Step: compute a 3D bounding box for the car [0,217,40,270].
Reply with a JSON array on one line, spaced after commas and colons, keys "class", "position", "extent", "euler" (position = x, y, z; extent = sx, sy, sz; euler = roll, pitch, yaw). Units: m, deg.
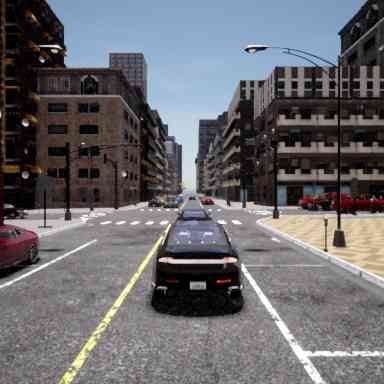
[{"class": "car", "position": [-5.733, 1.582, 9.192], "extent": [1.802, 1.307, 4.206], "euler": [0, 0, 0]}]

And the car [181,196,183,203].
[{"class": "car", "position": [-3.024, 1.619, 58.096], "extent": [1.895, 1.301, 4.718], "euler": [0, 0, 0]}]

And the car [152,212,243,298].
[{"class": "car", "position": [0.109, 1.492, 8.490], "extent": [2.128, 1.511, 4.902], "euler": [0, 0, 0]}]

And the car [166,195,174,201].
[{"class": "car", "position": [-5.608, 1.480, 85.311], "extent": [1.967, 1.590, 4.097], "euler": [0, 0, 0]}]

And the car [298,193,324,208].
[{"class": "car", "position": [14.595, 1.015, 37.511], "extent": [5.009, 1.841, 2.192], "euler": [-1, 1, 0]}]

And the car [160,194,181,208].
[{"class": "car", "position": [-3.019, 1.365, 48.163], "extent": [2.097, 1.767, 4.553], "euler": [0, 0, 0]}]

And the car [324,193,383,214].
[{"class": "car", "position": [14.722, 1.029, 29.133], "extent": [5.009, 1.841, 2.192], "euler": [-1, 1, 0]}]

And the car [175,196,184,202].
[{"class": "car", "position": [-2.924, 1.571, 79.032], "extent": [2.033, 1.411, 5.357], "euler": [0, 0, 0]}]

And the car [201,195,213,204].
[{"class": "car", "position": [2.750, 1.461, 62.574], "extent": [1.967, 1.590, 4.097], "euler": [0, 0, 0]}]

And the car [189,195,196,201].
[{"class": "car", "position": [0.088, 1.597, 90.077], "extent": [1.994, 1.385, 4.181], "euler": [0, 0, 0]}]

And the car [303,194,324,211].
[{"class": "car", "position": [14.598, 1.230, 34.940], "extent": [4.674, 1.442, 1.812], "euler": [-1, 0, 0]}]

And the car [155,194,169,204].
[{"class": "car", "position": [-5.631, 1.336, 62.580], "extent": [2.192, 1.841, 5.009], "euler": [0, 0, 0]}]

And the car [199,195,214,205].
[{"class": "car", "position": [2.744, 1.458, 56.892], "extent": [1.967, 1.590, 4.097], "euler": [0, 0, 0]}]

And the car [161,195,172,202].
[{"class": "car", "position": [-5.619, 1.470, 73.945], "extent": [1.967, 1.590, 4.097], "euler": [0, 0, 0]}]

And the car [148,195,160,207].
[{"class": "car", "position": [-5.641, 1.580, 51.215], "extent": [1.947, 1.339, 4.313], "euler": [0, 0, 0]}]

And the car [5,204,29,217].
[{"class": "car", "position": [-18.140, 1.806, 31.484], "extent": [4.902, 1.511, 2.128], "euler": [-1, 0, 0]}]

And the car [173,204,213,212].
[{"class": "car", "position": [0.094, 1.565, 18.163], "extent": [1.994, 1.385, 4.181], "euler": [0, 0, -1]}]
